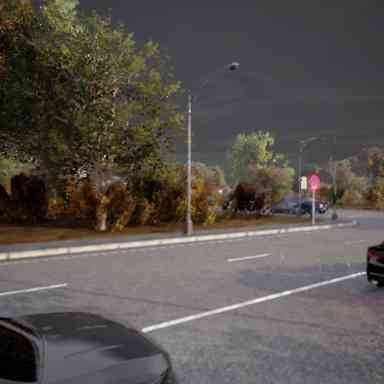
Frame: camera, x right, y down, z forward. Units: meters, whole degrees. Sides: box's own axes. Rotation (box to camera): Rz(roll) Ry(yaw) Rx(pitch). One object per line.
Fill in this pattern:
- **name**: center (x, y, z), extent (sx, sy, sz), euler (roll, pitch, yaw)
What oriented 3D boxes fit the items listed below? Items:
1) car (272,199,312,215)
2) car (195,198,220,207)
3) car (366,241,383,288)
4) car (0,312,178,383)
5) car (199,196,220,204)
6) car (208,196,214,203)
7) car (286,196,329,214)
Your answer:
- **car**: center (10.895, 1.822, 37.308), extent (1.994, 1.385, 4.181), euler (1, 0, -32)
- **car**: center (2.582, 1.819, 56.970), extent (1.895, 1.301, 4.718), euler (1, 0, -32)
- **car**: center (6.293, 1.561, 8.258), extent (5.008, 1.535, 1.882), euler (0, 0, -36)
- **car**: center (-2.351, 1.498, 2.063), extent (4.892, 1.490, 1.837), euler (1, 0, -36)
- **car**: center (3.610, 1.661, 68.681), extent (1.837, 1.490, 4.892), euler (1, 0, -33)
- **car**: center (1.018, 1.703, 52.892), extent (2.128, 1.511, 4.902), euler (1, 0, -32)
- **car**: center (13.500, 1.510, 39.779), extent (2.150, 2.045, 5.566), euler (1, 0, -31)
